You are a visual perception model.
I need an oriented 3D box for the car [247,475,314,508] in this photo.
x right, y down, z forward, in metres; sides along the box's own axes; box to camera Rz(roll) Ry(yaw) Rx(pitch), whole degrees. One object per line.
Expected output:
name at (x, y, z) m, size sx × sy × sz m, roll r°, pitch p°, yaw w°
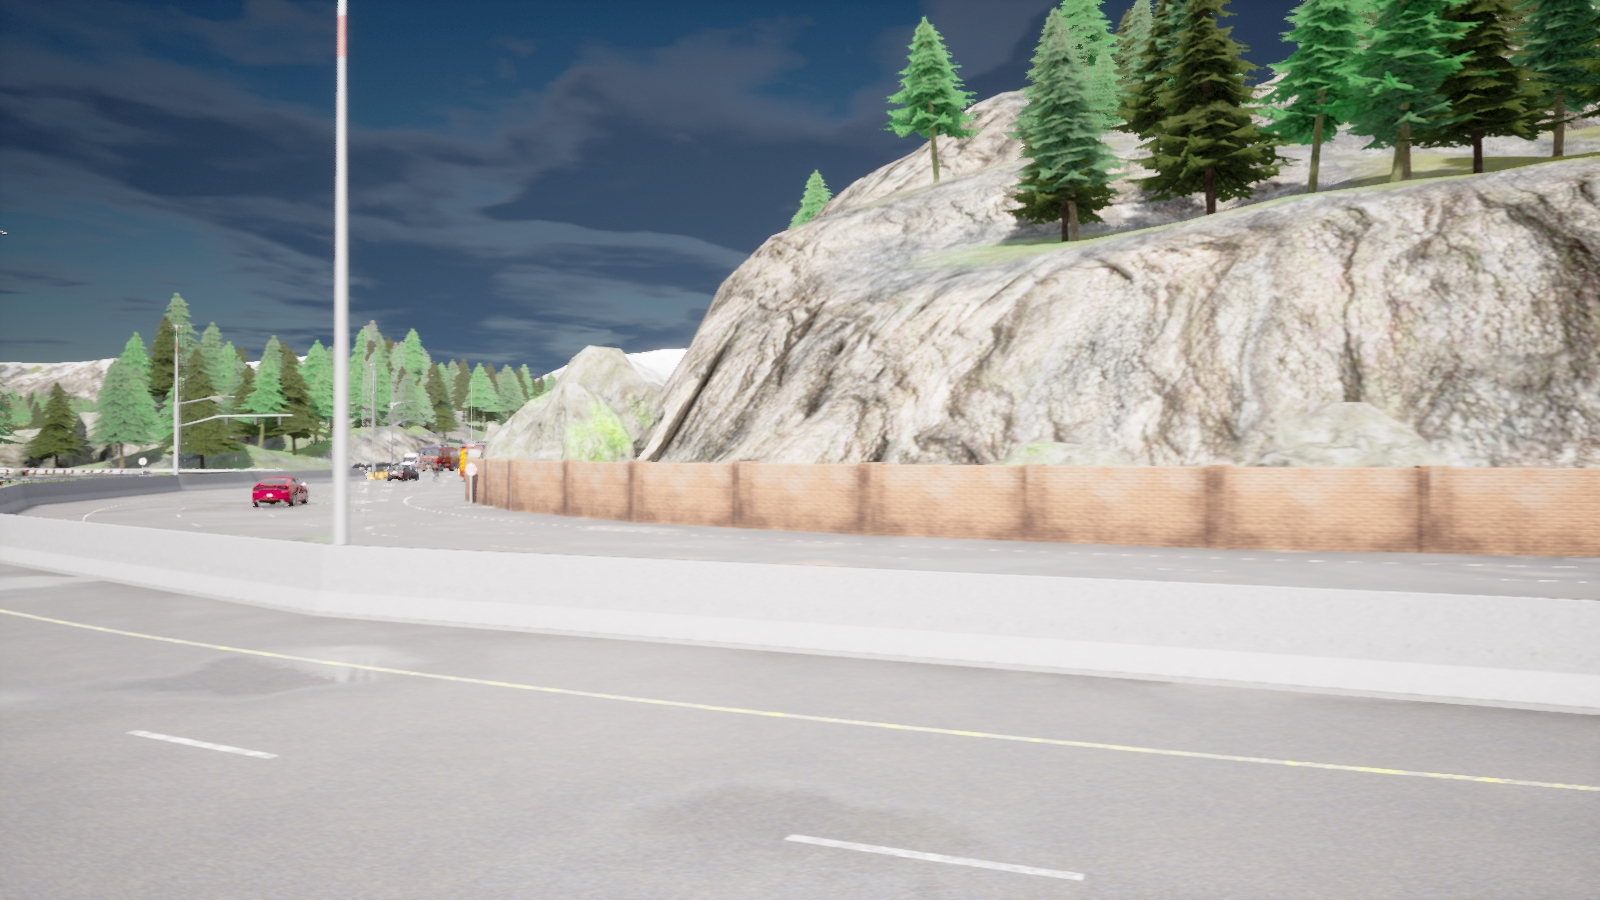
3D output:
car at (-26.874, 2.117, 59.231) m, size 2.097 × 1.535 × 5.006 m, roll 0°, pitch 0°, yaw -12°
